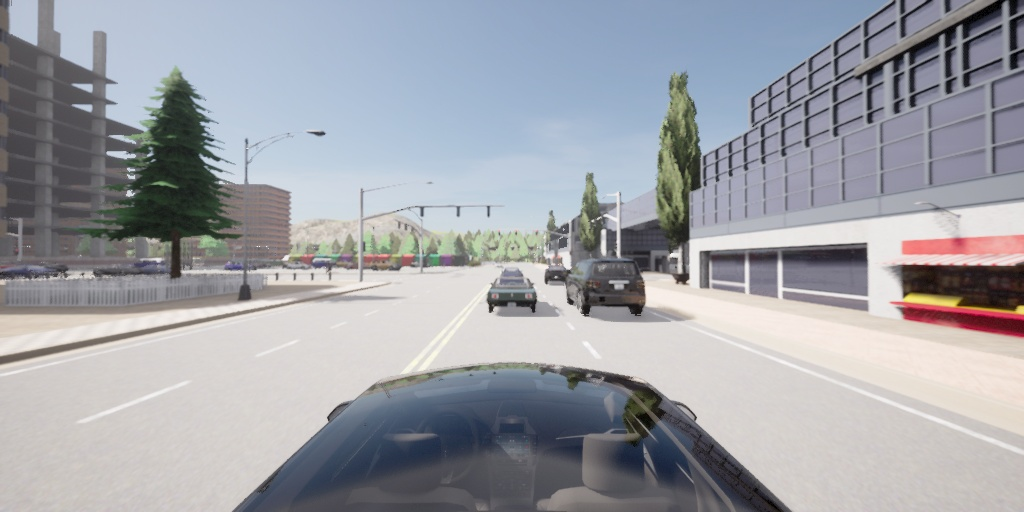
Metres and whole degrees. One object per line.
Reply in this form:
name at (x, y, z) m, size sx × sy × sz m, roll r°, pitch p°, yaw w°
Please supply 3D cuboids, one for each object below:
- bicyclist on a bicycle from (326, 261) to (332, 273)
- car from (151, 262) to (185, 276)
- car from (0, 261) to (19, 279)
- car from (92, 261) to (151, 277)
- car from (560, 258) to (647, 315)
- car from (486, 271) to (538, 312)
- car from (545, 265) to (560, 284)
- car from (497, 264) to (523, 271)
bicyclist on a bicycle at (-25.464, 1.579, 49.899) m, size 0.582 × 1.620 × 1.656 m, roll 0°, pitch 0°, yaw 0°
car at (-45.632, 1.781, 45.961) m, size 5.357 × 1.411 × 2.033 m, roll 0°, pitch -1°, yaw 0°
car at (-52.726, 1.468, 35.417) m, size 4.553 × 1.767 × 2.097 m, roll 0°, pitch -1°, yaw 0°
car at (-46.617, 1.687, 42.468) m, size 4.902 × 1.511 × 2.128 m, roll 0°, pitch -1°, yaw 0°
car at (3.506, 1.114, 14.369) m, size 2.150 × 2.045 × 5.566 m, roll 0°, pitch 0°, yaw 0°
car at (0.012, 1.497, 15.067) m, size 1.895 × 1.301 × 4.718 m, roll 0°, pitch -1°, yaw 0°
car at (3.950, 1.549, 31.034) m, size 1.882 × 1.535 × 5.008 m, roll 0°, pitch 0°, yaw 10°
car at (-0.017, 1.627, 30.214) m, size 1.994 × 1.385 × 4.181 m, roll 0°, pitch -1°, yaw 0°
